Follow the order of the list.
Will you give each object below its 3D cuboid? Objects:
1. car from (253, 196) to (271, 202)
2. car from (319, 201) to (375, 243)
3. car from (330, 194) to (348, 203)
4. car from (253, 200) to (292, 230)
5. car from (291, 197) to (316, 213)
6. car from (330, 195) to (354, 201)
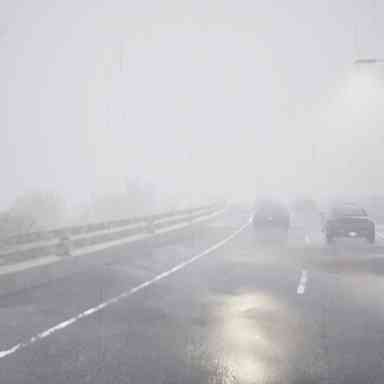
[{"bbox_3d":[8.267,1.261,38.851,1.882,1.535,5.008,0,0,5],"label":"car"},{"bbox_3d":[7.167,1.397,15.616,1.837,1.490,4.892,0,0,17],"label":"car"},{"bbox_3d":[26.613,1.151,60.243,1.994,1.385,4.181,0,0,39],"label":"car"},{"bbox_3d":[4.907,1.447,20.418,1.994,1.385,4.181,0,0,16],"label":"car"},{"bbox_3d":[11.196,1.281,33.682,2.128,1.511,4.902,0,0,8],"label":"car"},{"bbox_3d":[14.425,1.307,31.649,1.812,1.442,4.674,0,0,9],"label":"car"}]
